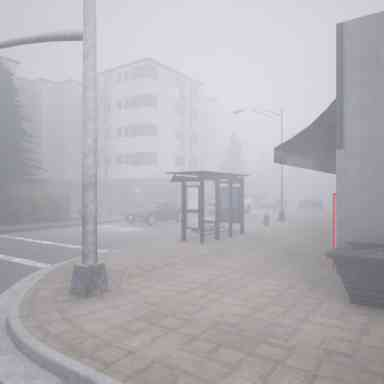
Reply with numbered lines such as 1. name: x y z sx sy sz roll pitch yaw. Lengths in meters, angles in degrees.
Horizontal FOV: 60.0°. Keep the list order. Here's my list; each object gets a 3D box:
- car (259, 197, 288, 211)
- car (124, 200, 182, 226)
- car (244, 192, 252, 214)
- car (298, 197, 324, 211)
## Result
1. car: 9.488 1.301 38.587 1.882 1.535 5.008 0 0 36
2. car: -2.342 1.328 22.191 1.837 1.490 4.892 0 0 36
3. car: 3.544 1.045 30.373 2.150 2.045 5.566 0 0 36
4. car: 13.718 1.329 38.217 1.837 1.490 4.892 0 0 36
